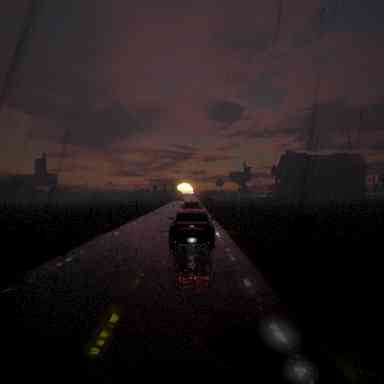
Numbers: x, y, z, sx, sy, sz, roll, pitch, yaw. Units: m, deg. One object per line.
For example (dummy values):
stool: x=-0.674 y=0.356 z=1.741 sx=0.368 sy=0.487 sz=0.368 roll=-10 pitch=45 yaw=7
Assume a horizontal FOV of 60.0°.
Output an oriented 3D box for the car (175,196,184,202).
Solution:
car: x=-2.750 y=1.595 z=76.730 sx=1.994 sy=1.385 sz=4.181 roll=0 pitch=0 yaw=0

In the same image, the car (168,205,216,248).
car: x=0.000 y=1.521 z=14.651 sx=1.837 sy=1.490 sz=4.892 roll=0 pitch=0 yaw=0

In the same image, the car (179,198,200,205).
car: x=0.001 y=1.536 z=29.651 sx=1.837 sy=1.490 sz=4.892 roll=0 pitch=0 yaw=0
